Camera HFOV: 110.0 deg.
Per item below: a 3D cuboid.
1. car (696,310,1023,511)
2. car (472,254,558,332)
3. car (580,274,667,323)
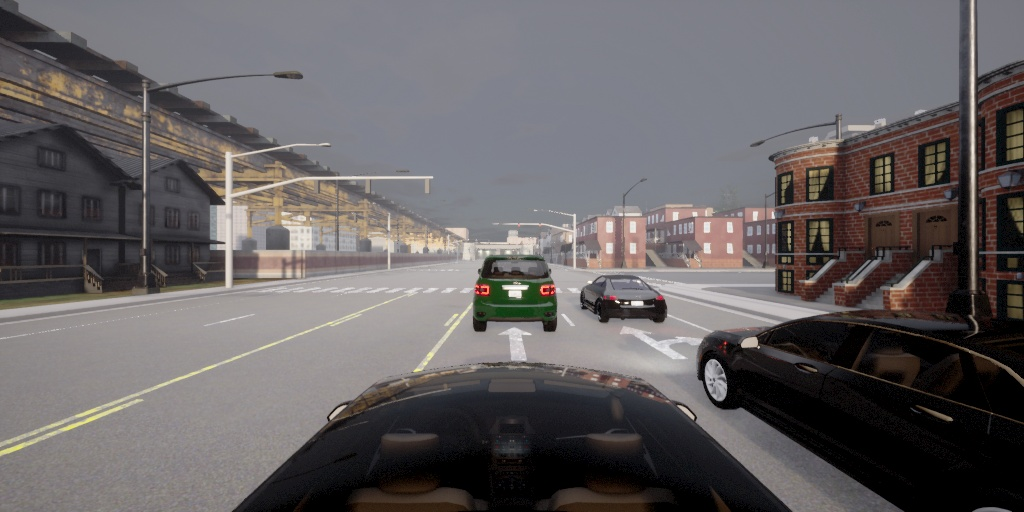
[{"bbox_3d":[3.599,1.255,3.279,1.837,1.490,4.892,0,0,0],"label":"car"},{"bbox_3d":[0.083,0.971,11.021,2.150,2.045,5.566,0,0,0],"label":"car"},{"bbox_3d":[3.582,1.314,12.192,1.994,1.385,4.181,0,0,1],"label":"car"}]
